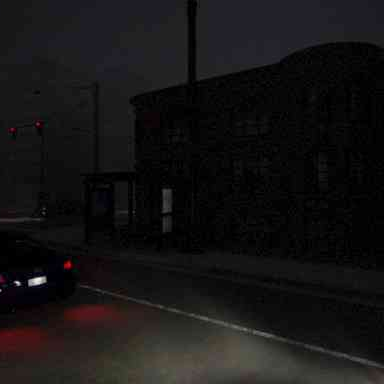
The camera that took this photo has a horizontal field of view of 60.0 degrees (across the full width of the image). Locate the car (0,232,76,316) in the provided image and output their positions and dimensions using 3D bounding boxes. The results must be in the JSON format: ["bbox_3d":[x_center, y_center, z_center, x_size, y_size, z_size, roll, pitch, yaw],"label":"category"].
[{"bbox_3d":[-4.388,1.564,7.129,4.181,1.385,1.994,0,0,36],"label":"car"}]

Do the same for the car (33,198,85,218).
[{"bbox_3d":[-12.007,1.352,30.301,2.097,1.767,4.553,0,0,36],"label":"car"}]
